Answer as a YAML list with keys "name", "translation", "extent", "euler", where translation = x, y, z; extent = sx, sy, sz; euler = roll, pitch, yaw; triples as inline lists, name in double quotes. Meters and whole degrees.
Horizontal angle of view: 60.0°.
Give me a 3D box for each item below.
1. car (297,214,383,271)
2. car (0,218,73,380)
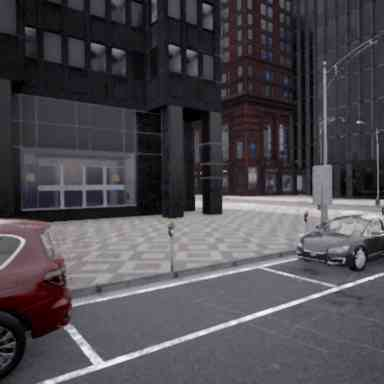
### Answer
- name: "car"
  translation: [5.032, 1.385, 10.151]
  extent: [4.403, 1.369, 2.008]
  euler: [-1, 1, -35]
- name: "car"
  translation: [-3.992, 1.336, 3.812]
  extent: [5.009, 1.841, 2.192]
  euler: [-1, 1, -35]
